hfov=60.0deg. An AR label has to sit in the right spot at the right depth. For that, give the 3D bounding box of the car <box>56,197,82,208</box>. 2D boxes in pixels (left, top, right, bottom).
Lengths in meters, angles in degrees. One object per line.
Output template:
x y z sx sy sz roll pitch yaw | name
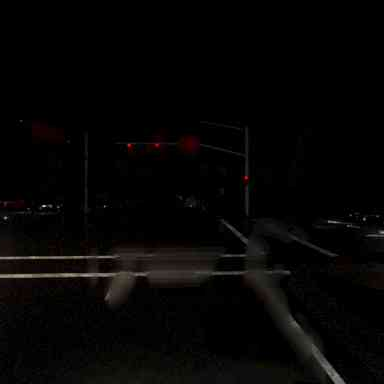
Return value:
-18.742 1.547 50.928 2.033 1.411 5.357 0 0 0 | car

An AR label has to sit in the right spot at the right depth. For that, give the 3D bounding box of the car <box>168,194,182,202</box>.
-3.671 1.551 74.595 1.994 1.385 4.181 0 0 1 | car

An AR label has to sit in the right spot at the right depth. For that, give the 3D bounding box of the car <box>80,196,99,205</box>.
-18.729 1.505 61.043 1.837 1.490 4.892 0 0 0 | car

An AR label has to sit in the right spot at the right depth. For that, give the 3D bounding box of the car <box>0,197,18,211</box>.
-22.215 1.352 40.363 2.097 1.767 4.553 0 0 0 | car

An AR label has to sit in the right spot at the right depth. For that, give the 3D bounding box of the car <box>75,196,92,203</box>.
-22.193 1.594 68.019 1.895 1.301 4.718 0 0 0 | car

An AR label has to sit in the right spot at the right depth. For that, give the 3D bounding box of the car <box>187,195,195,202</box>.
-0.174 1.521 74.192 1.812 1.442 4.674 0 0 1 | car

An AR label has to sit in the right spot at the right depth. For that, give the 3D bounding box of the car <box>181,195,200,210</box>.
-0.125 1.525 43.174 1.812 1.442 4.674 0 0 0 | car

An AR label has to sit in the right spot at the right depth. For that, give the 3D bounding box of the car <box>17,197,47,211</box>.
-18.753 1.547 40.857 2.033 1.411 5.357 0 0 0 | car

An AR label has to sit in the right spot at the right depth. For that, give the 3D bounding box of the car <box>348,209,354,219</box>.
14.313 1.505 24.890 4.892 1.490 1.837 0 0 1 | car

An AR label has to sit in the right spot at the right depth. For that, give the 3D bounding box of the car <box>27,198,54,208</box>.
-22.237 1.564 48.994 1.994 1.385 4.181 0 0 0 | car

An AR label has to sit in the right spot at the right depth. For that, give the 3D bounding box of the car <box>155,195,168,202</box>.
-7.174 1.536 74.175 2.033 1.411 5.357 0 0 1 | car

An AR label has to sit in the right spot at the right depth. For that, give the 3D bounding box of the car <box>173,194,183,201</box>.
-3.486 1.296 84.424 2.097 1.767 4.553 0 0 1 | car

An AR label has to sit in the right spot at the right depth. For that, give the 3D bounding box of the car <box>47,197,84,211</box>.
-15.215 1.491 40.307 2.128 1.511 4.902 0 0 0 | car

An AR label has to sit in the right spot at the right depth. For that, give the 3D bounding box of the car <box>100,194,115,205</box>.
-15.242 1.564 57.620 1.994 1.385 4.181 0 0 0 | car

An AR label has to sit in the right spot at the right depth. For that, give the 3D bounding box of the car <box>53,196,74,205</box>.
-22.231 1.525 57.735 1.812 1.442 4.674 0 0 0 | car

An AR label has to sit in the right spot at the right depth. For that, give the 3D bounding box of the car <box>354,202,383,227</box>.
13.562 1.491 21.398 4.902 1.511 2.128 0 0 0 | car

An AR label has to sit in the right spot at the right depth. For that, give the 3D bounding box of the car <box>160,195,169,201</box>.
-6.984 1.465 84.536 1.812 1.442 4.674 0 0 1 | car

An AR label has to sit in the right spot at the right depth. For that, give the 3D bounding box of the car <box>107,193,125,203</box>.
-15.195 1.225 68.101 2.150 2.045 5.566 0 0 0 | car

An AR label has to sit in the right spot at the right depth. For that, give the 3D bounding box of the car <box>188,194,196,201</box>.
0.014 1.419 84.372 1.882 1.535 5.008 0 0 1 | car

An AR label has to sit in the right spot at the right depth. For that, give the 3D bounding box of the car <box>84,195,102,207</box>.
-15.236 1.564 49.210 1.994 1.385 4.181 0 0 0 | car
